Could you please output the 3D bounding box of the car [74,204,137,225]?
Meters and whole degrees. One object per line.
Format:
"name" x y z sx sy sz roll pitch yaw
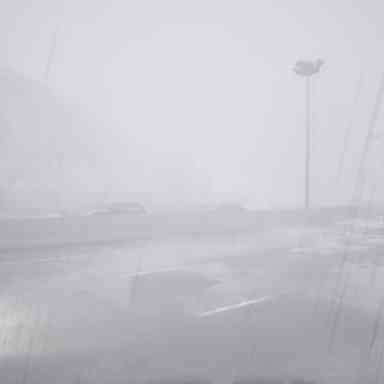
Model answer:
"car" -6.496 1.630 25.063 4.181 1.385 1.994 1 0 -35

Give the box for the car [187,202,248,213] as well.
"car" 2.396 1.605 27.143 5.008 1.535 1.882 1 0 -36

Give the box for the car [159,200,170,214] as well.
"car" -0.718 1.700 33.537 4.181 1.385 1.994 1 0 -38

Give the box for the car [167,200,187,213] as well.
"car" 0.783 1.679 30.301 5.357 1.411 2.033 1 0 -36

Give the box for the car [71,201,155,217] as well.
"car" -5.106 1.412 21.780 4.553 1.767 2.097 1 0 -35

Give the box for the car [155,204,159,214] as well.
"car" -2.104 1.620 36.938 5.008 1.535 1.882 1 0 -38

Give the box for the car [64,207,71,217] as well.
"car" -7.923 1.576 28.314 4.892 1.490 1.837 1 0 -35

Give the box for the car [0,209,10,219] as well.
"car" -13.696 1.602 19.991 4.718 1.301 1.895 1 0 -35

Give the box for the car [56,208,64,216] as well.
"car" -9.800 1.619 31.273 5.357 1.411 2.033 1 0 -36

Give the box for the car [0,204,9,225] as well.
"car" -15.208 1.569 23.183 4.181 1.385 1.994 1 0 -34
